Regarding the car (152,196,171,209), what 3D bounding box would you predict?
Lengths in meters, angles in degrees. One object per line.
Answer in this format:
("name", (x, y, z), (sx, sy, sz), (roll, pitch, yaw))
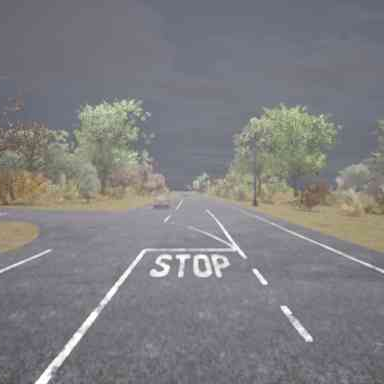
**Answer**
("car", (-3.553, 1.257, 39.788), (1.812, 1.442, 4.674), (0, 0, 0))
